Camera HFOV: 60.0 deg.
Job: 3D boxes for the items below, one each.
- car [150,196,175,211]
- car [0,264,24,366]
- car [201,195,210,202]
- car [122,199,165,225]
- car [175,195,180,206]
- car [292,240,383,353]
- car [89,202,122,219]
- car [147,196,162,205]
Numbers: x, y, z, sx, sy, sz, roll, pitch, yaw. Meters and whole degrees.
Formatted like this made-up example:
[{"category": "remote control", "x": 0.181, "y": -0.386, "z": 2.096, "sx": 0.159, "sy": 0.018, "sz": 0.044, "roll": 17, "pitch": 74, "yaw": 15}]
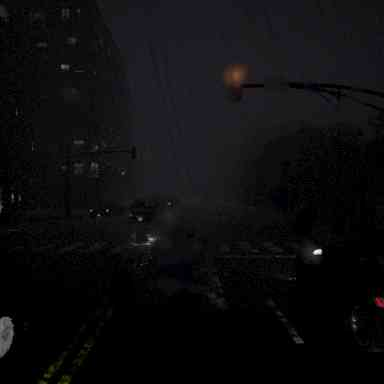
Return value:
[{"category": "car", "x": -3.461, "y": 1.358, "z": 39.945, "sx": 2.097, "sy": 1.767, "sz": 4.553, "roll": 0, "pitch": 0, "yaw": 0}, {"category": "car", "x": -3.358, "y": 1.505, "z": 2.938, "sx": 1.837, "sy": 1.490, "sz": 4.892, "roll": 0, "pitch": 0, "yaw": 0}, {"category": "car", "x": 3.045, "y": 1.507, "z": 74.777, "sx": 1.882, "sy": 1.535, "sz": 5.008, "roll": 0, "pitch": 0, "yaw": 0}, {"category": "car", "x": -3.422, "y": 1.526, "z": 24.396, "sx": 2.128, "sy": 1.511, "sz": 4.902, "roll": 0, "pitch": 0, "yaw": 0}, {"category": "car", "x": -3.496, "y": 1.541, "z": 56.529, "sx": 1.812, "sy": 1.442, "sz": 4.674, "roll": 0, "pitch": 0, "yaw": 0}, {"category": "car", "x": 3.334, "y": 1.564, "z": 6.151, "sx": 1.994, "sy": 1.385, "sz": 4.181, "roll": 0, "pitch": 0, "yaw": 0}, {"category": "car", "x": -7.363, "y": 1.620, "z": 29.820, "sx": 1.895, "sy": 1.301, "sz": 4.718, "roll": 0, "pitch": 1, "yaw": 10}, {"category": "car", "x": -6.741, "y": 1.511, "z": 60.068, "sx": 2.128, "sy": 1.511, "sz": 4.902, "roll": 0, "pitch": 0, "yaw": 0}]
